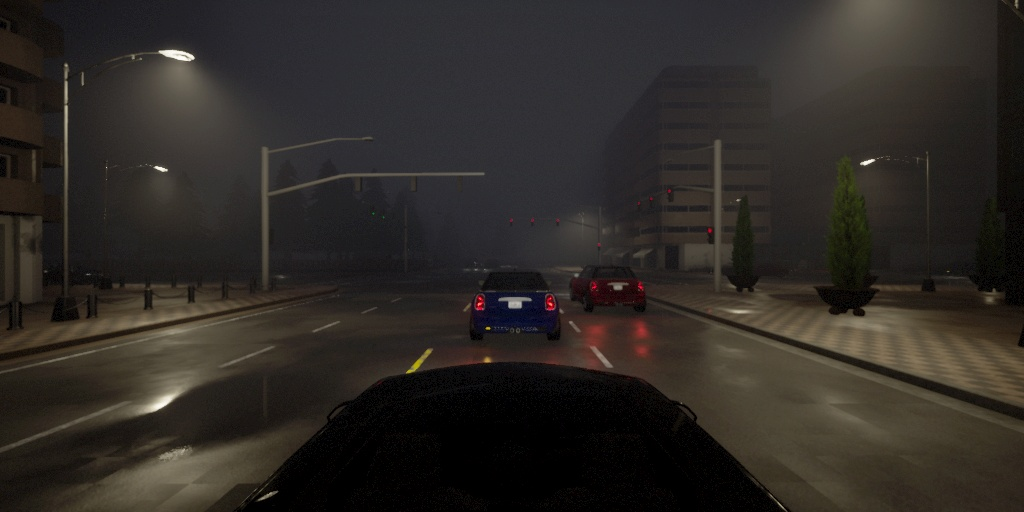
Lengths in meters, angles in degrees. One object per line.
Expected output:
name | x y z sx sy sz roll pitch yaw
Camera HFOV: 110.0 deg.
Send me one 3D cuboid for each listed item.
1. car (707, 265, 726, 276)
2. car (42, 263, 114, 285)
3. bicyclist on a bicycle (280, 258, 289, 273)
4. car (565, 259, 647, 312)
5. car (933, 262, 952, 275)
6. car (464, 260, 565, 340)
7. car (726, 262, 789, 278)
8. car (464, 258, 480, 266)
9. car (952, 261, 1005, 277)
car | 22.985 1.326 36.670 5.357 1.411 2.033 0 0 0
car | -31.700 1.278 25.788 4.902 1.511 2.128 0 0 0
bicyclist on a bicycle | -25.592 1.077 40.290 0.582 1.620 1.656 0 0 0
car | 3.612 1.092 14.292 2.097 1.767 4.553 0 0 0
car | 46.219 1.285 36.708 4.892 1.490 1.837 1 0 0
car | 0.087 1.096 10.066 2.097 1.767 4.553 0 0 0
car | 22.939 1.307 33.170 4.674 1.442 1.812 0 0 0
car | -6.237 1.059 57.710 2.097 1.767 4.553 0 0 7
car | 44.701 1.258 33.211 5.008 1.535 1.882 0 0 0
